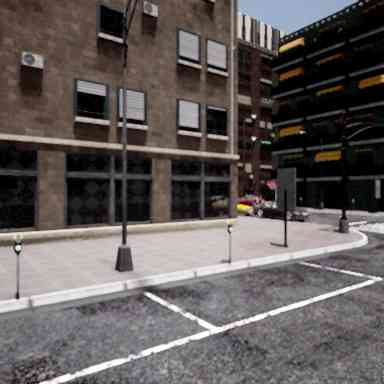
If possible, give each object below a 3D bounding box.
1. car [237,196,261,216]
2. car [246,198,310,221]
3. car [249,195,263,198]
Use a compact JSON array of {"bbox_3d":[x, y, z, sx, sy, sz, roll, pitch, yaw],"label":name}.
[{"bbox_3d":[3.290,1.251,28.801,1.752,1.417,4.829,1,0,-36],"label":"car"},{"bbox_3d":[6.482,1.351,24.450,2.008,1.369,4.403,1,0,-36],"label":"car"},{"bbox_3d":[6.672,1.099,38.358,1.967,1.590,4.097,1,0,-36],"label":"car"}]
